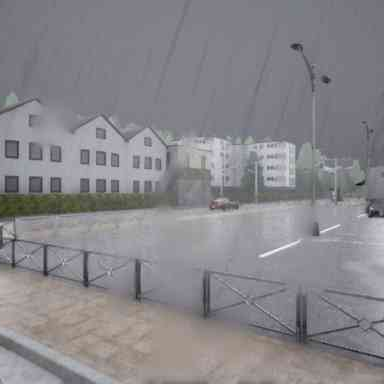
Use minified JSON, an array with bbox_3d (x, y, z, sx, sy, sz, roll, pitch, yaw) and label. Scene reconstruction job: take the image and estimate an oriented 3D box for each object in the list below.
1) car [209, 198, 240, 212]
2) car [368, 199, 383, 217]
[{"bbox_3d":[3.591,1.352,36.468,1.812,1.442,4.674,0,0,36],"label":"car"},{"bbox_3d":[15.476,1.301,26.774,2.007,1.523,4.514,0,0,35],"label":"car"}]
